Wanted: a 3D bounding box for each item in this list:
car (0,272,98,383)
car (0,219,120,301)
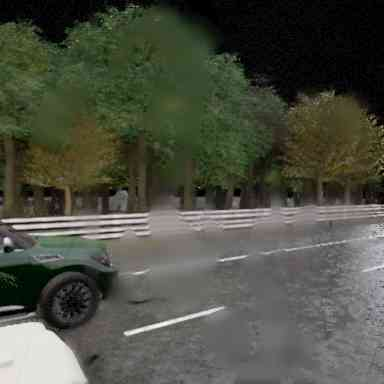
[{"bbox_3d":[-2.900,1.599,1.679,4.718,1.301,1.895,0,0,-35],"label":"car"},{"bbox_3d":[-3.974,1.221,5.229,5.566,2.045,2.150,0,0,-36],"label":"car"}]
